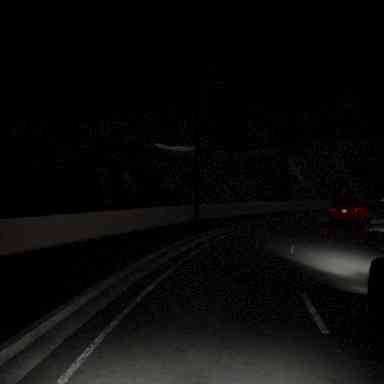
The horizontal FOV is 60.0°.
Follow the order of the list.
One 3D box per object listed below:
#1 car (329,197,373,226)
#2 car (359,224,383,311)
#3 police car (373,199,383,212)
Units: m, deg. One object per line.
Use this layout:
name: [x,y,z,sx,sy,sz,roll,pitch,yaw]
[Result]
car: [11.358,1.341,23.851,2.150,2.045,5.566,0,0,33]
car: [4.289,1.529,4.832,2.128,1.511,4.902,0,0,7]
police car: [23.184,1.657,42.165,5.238,1.638,1.930,0,0,-32]
